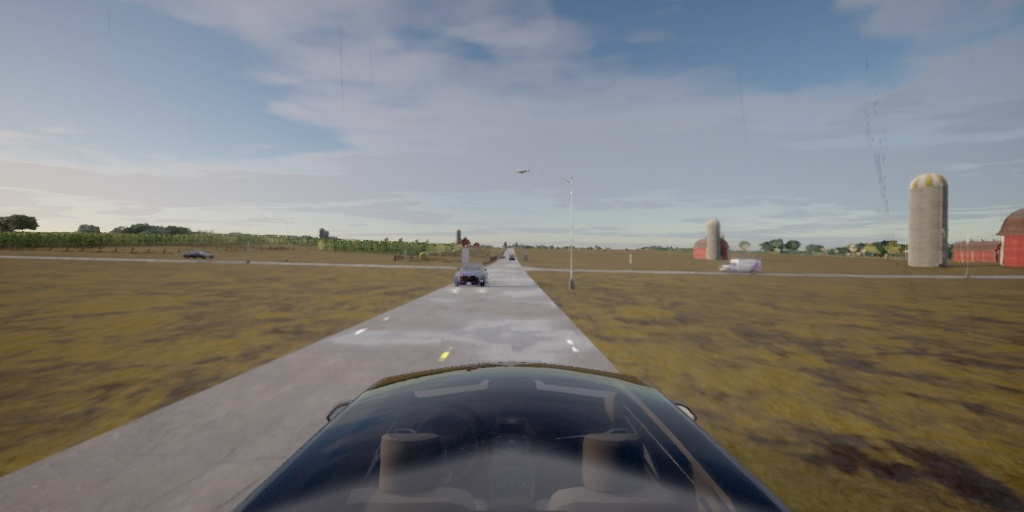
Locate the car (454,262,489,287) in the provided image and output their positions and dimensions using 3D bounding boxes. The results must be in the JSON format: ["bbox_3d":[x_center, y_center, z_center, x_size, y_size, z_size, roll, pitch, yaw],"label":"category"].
[{"bbox_3d":[-2.842,1.243,25.879,2.097,1.767,4.553,0,0,0],"label":"car"}]
